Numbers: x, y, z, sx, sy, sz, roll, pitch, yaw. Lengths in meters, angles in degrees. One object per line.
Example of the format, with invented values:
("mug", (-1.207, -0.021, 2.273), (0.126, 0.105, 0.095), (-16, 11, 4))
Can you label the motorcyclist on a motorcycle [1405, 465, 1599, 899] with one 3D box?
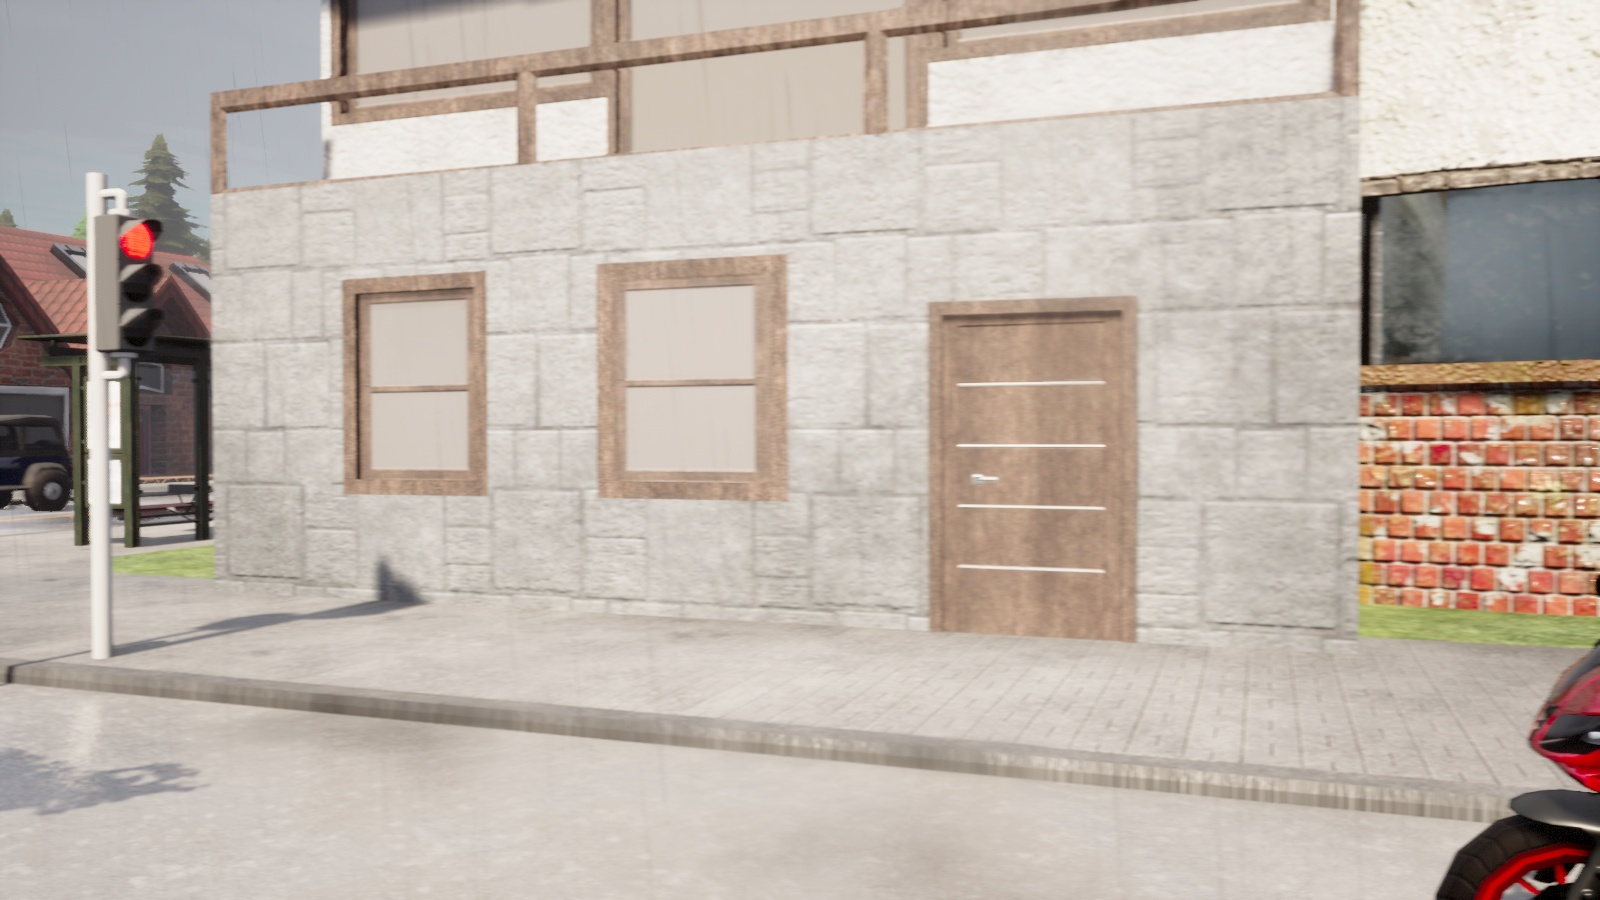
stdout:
("motorcyclist on a motorcycle", (2.635, 0.827, 2.848), (2.191, 1.530, 0.866), (1, 1, 20))

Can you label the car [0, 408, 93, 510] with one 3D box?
("car", (-15.619, 0.150, 23.457), (1.905, 1.878, 3.866), (1, 1, 20))
